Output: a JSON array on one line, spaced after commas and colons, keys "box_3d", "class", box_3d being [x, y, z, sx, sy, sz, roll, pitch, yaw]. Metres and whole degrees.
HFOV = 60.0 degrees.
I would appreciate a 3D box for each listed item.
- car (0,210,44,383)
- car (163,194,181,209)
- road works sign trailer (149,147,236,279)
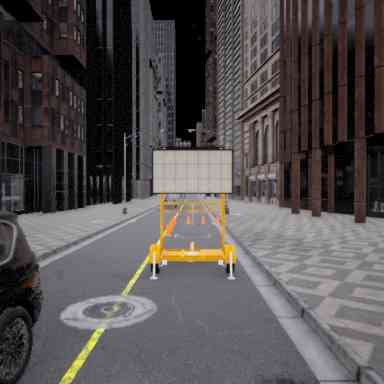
[{"box_3d": [-3.096, 1.221, 2.294, 2.150, 2.045, 5.566, 0, 0, 0], "class": "car"}, {"box_3d": [-3.010, 1.391, 44.515, 2.128, 1.511, 4.902, 0, 0, 0], "class": "car"}, {"box_3d": [0.019, 0.457, 9.962, 2.380, 3.560, 2.880, 0, 0, 0], "class": "road works sign trailer"}]
